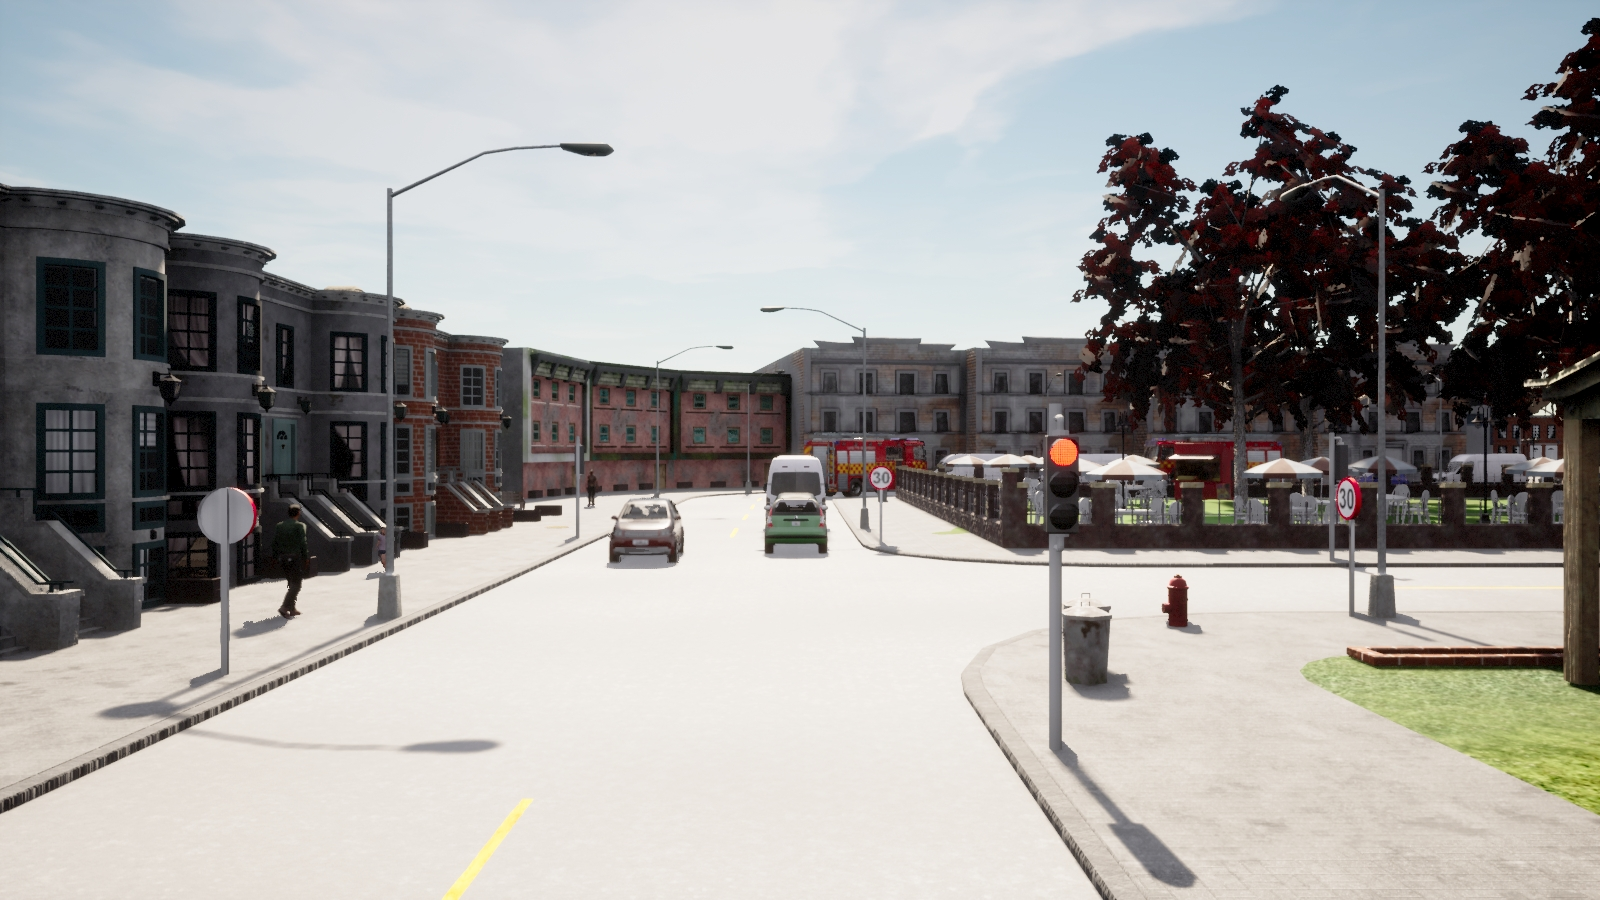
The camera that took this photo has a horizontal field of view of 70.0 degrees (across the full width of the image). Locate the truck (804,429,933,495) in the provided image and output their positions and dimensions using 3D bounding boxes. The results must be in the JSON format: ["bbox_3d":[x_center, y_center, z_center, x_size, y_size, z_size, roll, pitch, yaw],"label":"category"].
[{"bbox_3d":[4.295,0.672,70.228,8.468,3.827,2.891,0,0,-43],"label":"truck"}]

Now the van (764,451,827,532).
[{"bbox_3d":[-0.147,1.315,39.074,1.988,2.561,5.915,0,0,0],"label":"van"}]

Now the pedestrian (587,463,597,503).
[{"bbox_3d":[-9.742,1.525,53.440,0.375,1.860,0.375,0,0,4],"label":"pedestrian"}]

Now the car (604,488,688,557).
[{"bbox_3d":[-3.898,1.806,29.399,1.789,1.549,3.705,0,0,-2],"label":"car"}]

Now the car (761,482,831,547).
[{"bbox_3d":[-0.119,1.779,32.373,1.851,1.617,3.988,0,0,0],"label":"car"}]

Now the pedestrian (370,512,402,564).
[{"bbox_3d":[-8.966,1.904,24.762,0.500,1.100,0.500,0,0,5],"label":"pedestrian"}]

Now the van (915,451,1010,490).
[{"bbox_3d":[10.550,1.314,74.428,5.915,2.561,1.988,0,0,0],"label":"van"}]

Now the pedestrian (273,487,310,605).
[{"bbox_3d":[-8.126,1.524,18.262,0.375,1.860,0.375,0,0,14],"label":"pedestrian"}]
